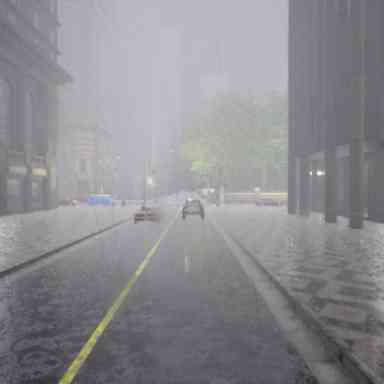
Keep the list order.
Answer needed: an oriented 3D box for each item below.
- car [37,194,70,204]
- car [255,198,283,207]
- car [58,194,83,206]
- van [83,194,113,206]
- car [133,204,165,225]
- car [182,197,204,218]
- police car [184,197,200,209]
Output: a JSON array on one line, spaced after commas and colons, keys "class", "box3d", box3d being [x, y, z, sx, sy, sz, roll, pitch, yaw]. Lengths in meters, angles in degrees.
[{"class": "car", "box3d": [-25.411, 1.225, 61.173, 5.009, 1.841, 2.192, 0, 1, 0]}, {"class": "car", "box3d": [12.091, 1.668, 52.454, 4.313, 1.339, 1.947, 0, 1, 0]}, {"class": "car", "box3d": [-20.007, 1.484, 52.622, 4.097, 1.590, 1.967, 0, 1, 0]}, {"class": "van", "box3d": [-14.566, 1.392, 52.592, 3.998, 1.788, 1.690, 0, 1, 0]}, {"class": "car", "box3d": [-3.068, 1.597, 24.505, 1.895, 1.301, 4.718, 0, 0, 0]}, {"class": "car", "box3d": [0.105, 1.427, 30.051, 2.033, 1.649, 4.856, 0, 0, 0]}, {"class": "police car", "box3d": [-0.076, 1.511, 46.503, 2.038, 1.542, 4.974, 0, 0, -2]}]
